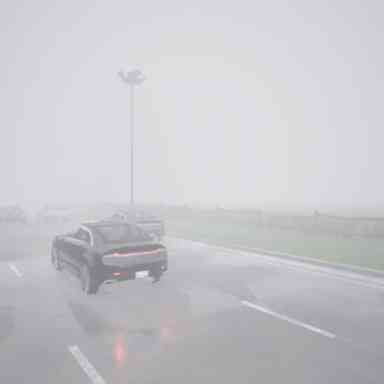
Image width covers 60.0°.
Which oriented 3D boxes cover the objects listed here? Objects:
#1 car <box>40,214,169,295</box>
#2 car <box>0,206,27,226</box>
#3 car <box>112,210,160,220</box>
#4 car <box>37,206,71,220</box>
[{"bbox_3d":[-2.463,1.571,9.146,2.128,1.511,4.902,0,-1,-35],"label":"car"},{"bbox_3d":[-14.195,1.772,25.910,2.033,1.411,5.357,0,-1,-35],"label":"car"},{"bbox_3d":[-3.097,1.630,16.157,2.128,1.511,4.902,0,-1,-35],"label":"car"},{"bbox_3d":[-12.170,1.853,29.121,1.895,1.301,4.718,0,-1,-35],"label":"car"}]
